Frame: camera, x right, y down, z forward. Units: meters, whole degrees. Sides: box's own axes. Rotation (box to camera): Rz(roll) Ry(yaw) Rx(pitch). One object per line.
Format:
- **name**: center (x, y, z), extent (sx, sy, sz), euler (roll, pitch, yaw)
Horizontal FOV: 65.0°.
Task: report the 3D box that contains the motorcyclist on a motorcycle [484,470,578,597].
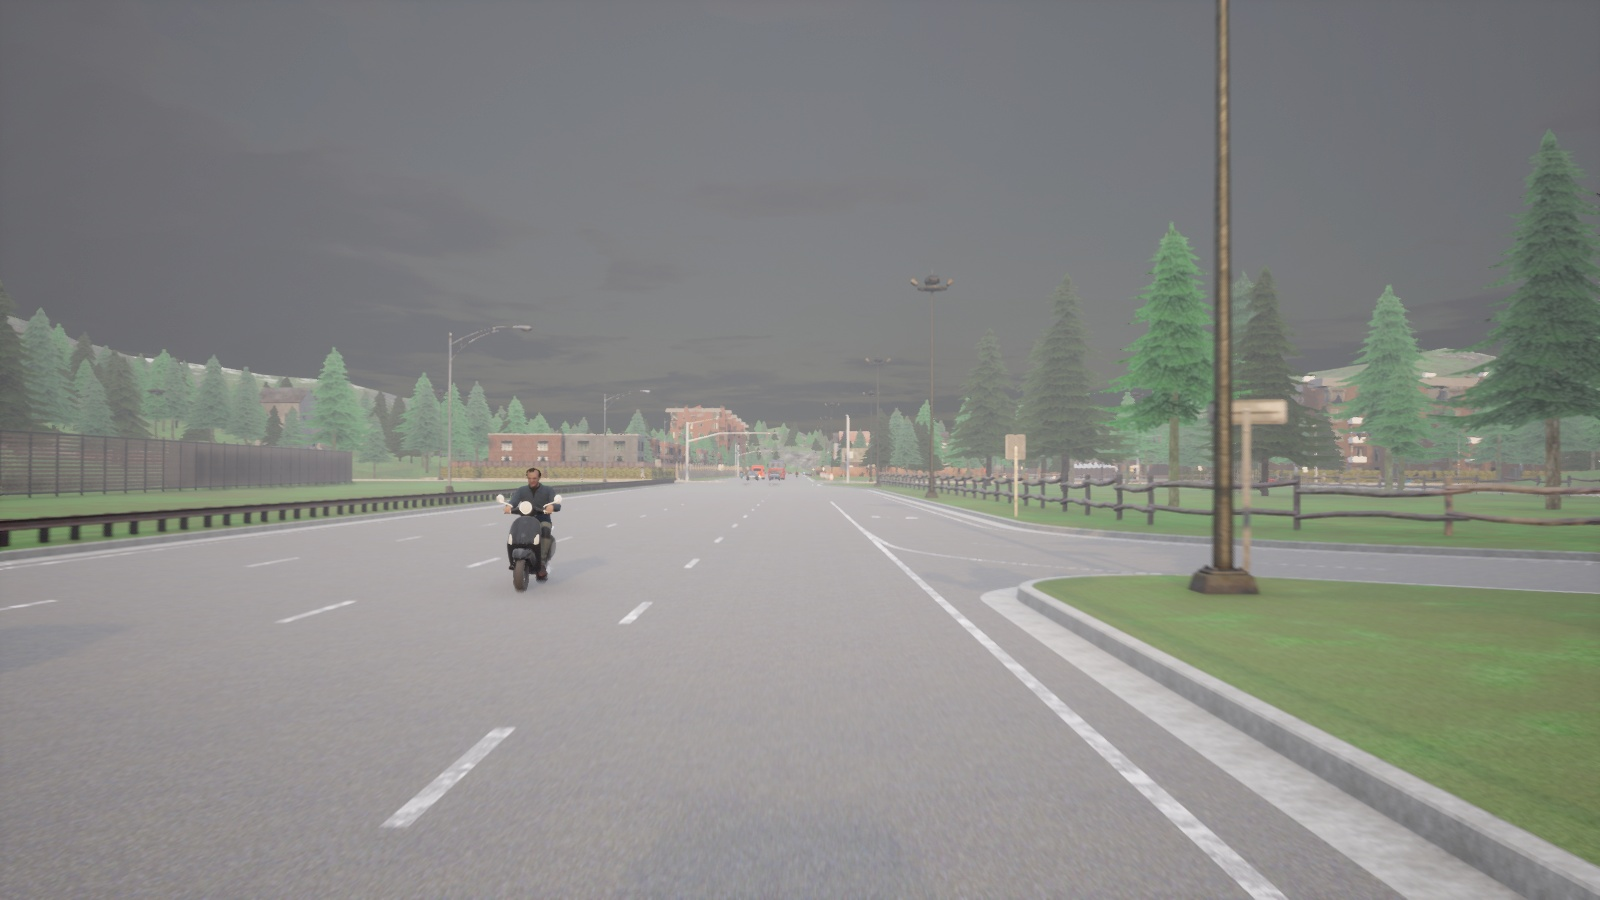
- **motorcyclist on a motorcycle**: center (-3.541, 1.061, 16.703), extent (0.866, 1.590, 1.817), euler (0, -1, 0)
